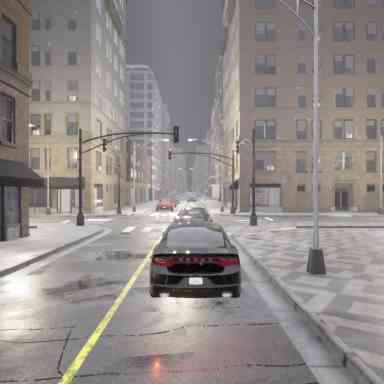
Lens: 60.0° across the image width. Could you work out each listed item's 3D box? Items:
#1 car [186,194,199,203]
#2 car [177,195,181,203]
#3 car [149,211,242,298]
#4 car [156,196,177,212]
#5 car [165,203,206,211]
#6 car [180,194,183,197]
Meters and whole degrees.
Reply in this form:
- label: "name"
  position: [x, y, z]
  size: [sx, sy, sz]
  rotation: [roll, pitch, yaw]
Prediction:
- label: "car"
  position: [-0.007, 1.597, 70.776]
  size: [1.895, 1.301, 4.718]
  rotation: [0, 0, 0]
- label: "car"
  position: [-3.121, 1.544, 49.468]
  size: [2.033, 1.411, 5.357]
  rotation: [0, 0, 0]
- label: "car"
  position: [0.066, 1.477, 8.556]
  size: [1.882, 1.535, 5.008]
  rotation: [0, 0, 0]
- label: "car"
  position: [-3.142, 1.475, 39.736]
  size: [1.882, 1.535, 5.008]
  rotation: [0, 0, -1]
- label: "car"
  position: [0.088, 1.546, 18.366]
  size: [2.033, 1.411, 5.357]
  rotation: [0, 0, 6]
- label: "car"
  position: [-3.134, 1.502, 59.642]
  size: [1.837, 1.490, 4.892]
  rotation: [0, 0, 0]
